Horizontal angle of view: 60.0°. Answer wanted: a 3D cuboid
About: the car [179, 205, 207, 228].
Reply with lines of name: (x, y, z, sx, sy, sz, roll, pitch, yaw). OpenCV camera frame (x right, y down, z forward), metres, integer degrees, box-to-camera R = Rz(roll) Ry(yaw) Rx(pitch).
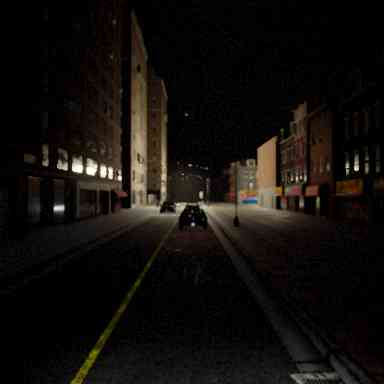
car: (0.066, 1.805, 23.526, 1.895, 1.301, 4.718, 0, -1, 0)

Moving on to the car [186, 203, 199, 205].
car: (0.040, 1.991, 41.910, 1.895, 1.301, 4.718, 0, -1, 0)

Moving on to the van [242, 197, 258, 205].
van: (13.630, 2.089, 77.502, 3.998, 1.788, 1.690, 0, -1, 0)

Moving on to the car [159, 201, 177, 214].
car: (-2.899, 1.884, 40.733, 1.837, 1.490, 4.892, 0, -1, 0)
